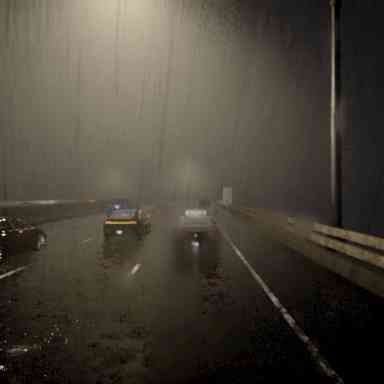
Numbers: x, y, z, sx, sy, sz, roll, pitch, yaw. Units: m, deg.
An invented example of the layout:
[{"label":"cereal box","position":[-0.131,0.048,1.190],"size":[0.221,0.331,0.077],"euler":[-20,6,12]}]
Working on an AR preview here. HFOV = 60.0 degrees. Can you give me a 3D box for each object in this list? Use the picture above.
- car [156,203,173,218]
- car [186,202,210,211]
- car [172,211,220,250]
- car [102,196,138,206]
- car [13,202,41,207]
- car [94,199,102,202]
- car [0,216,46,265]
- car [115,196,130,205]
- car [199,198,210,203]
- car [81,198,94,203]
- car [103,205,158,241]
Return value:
[{"label":"car","position":[-3.040,1.832,34.072],"size":[1.812,1.442,4.674],"euler":[0,-1,1]},{"label":"car","position":[0.406,1.882,31.344],"size":[1.895,1.301,4.718],"euler":[0,-1,1]},{"label":"car","position":[0.180,1.733,15.047],"size":[1.895,1.301,4.718],"euler":[0,-1,1]},{"label":"car","position":[-6.580,1.510,32.117],"size":[2.150,2.045,5.566],"euler":[0,-1,1]},{"label":"car","position":[-17.223,1.805,34.632],"size":[2.128,1.511,4.902],"euler":[0,-1,1]},{"label":"car","position":[-19.423,2.223,73.222],"size":[1.812,1.442,4.674],"euler":[0,-1,2]},{"label":"car","position":[-6.859,1.608,11.611],"size":[1.837,1.490,4.892],"euler":[0,0,1]},{"label":"car","position":[-15.803,1.955,75.875],"size":[2.150,2.045,5.566],"euler":[0,-1,2]},{"label":"car","position":[2.428,1.944,63.461],"size":[2.097,1.767,4.553],"euler":[0,-1,2]},{"label":"car","position":[-22.919,2.179,73.380],"size":[1.882,1.535,5.008],"euler":[0,-1,2]},{"label":"car","position":[-3.296,1.647,17.670],"size":[2.128,1.511,4.902],"euler":[0,0,1]}]
